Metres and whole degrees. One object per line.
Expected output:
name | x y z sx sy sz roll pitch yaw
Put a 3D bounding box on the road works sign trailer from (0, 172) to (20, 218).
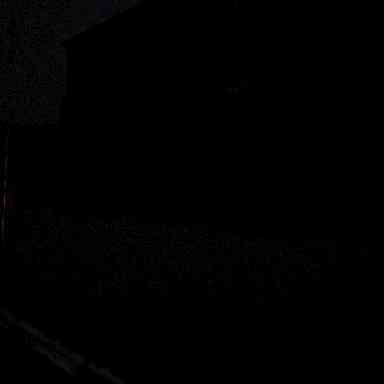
road works sign trailer | -12.878 0.341 21.873 2.880 2.380 3.560 -5 -13 -34
